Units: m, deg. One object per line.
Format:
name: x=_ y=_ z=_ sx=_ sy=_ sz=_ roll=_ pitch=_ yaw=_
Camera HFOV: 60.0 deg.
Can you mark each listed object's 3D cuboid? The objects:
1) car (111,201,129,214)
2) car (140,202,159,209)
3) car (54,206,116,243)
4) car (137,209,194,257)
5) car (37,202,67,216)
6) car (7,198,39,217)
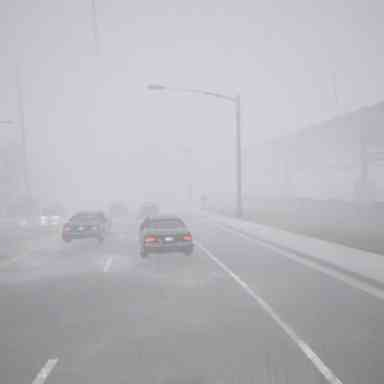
car: x=-8.791 y=1.837 z=40.226 sx=1.812 sy=1.442 sz=4.674 roll=-1 pitch=0 yaw=-9
car: x=-4.386 y=1.742 z=34.460 sx=1.812 sy=1.442 sz=4.674 roll=-1 pitch=0 yaw=-9
car: x=-5.319 y=1.701 z=17.264 sx=2.033 sy=1.411 sz=5.357 roll=-1 pitch=0 yaw=-9
car: x=-1.166 y=1.613 z=13.375 sx=2.033 sy=1.411 sz=5.357 roll=-1 pitch=0 yaw=-9
car: x=-15.627 y=1.983 z=37.856 sx=1.994 sy=1.385 sz=4.181 roll=-1 pitch=0 yaw=-8
car: x=-19.232 y=1.705 z=38.321 sx=2.150 sy=2.045 sz=5.566 roll=-1 pitch=0 yaw=-8
